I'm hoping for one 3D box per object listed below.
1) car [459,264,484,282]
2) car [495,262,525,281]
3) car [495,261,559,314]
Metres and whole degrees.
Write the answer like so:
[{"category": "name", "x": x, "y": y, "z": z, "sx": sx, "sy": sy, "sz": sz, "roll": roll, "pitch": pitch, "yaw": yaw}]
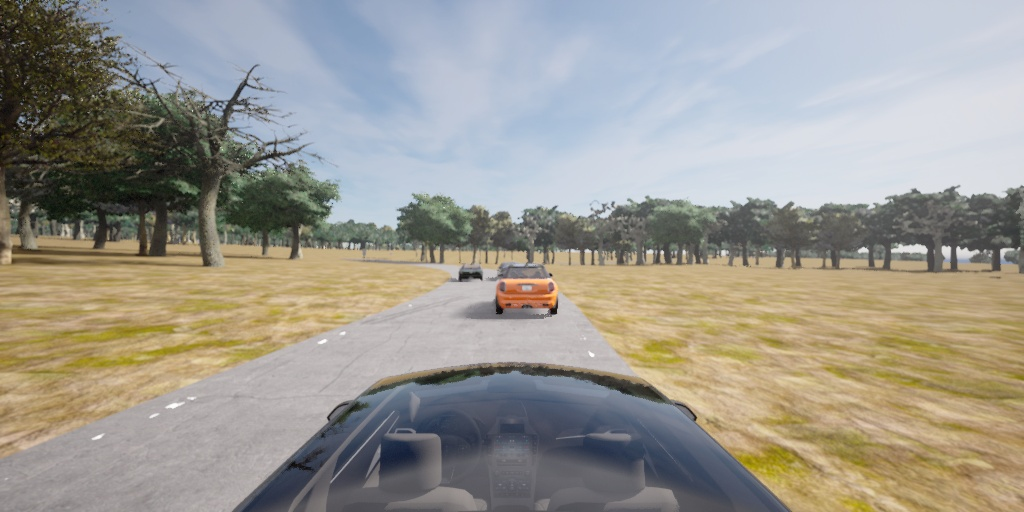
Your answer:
[{"category": "car", "x": -3.171, "y": 1.289, "z": 28.019, "sx": 1.895, "sy": 1.301, "sz": 4.718, "roll": 0, "pitch": 0, "yaw": -6}, {"category": "car", "x": -0.282, "y": 1.236, "z": 30.846, "sx": 2.033, "sy": 1.411, "sz": 5.357, "roll": 0, "pitch": 0, "yaw": -7}, {"category": "car", "x": 0.519, "y": 1.061, "z": 13.649, "sx": 2.097, "sy": 1.767, "sz": 4.553, "roll": 0, "pitch": 0, "yaw": 1}]
